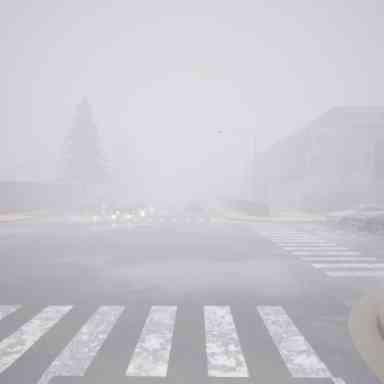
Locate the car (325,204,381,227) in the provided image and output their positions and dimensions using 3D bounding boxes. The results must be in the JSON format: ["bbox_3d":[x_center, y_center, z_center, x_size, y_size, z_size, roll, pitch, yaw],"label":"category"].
[{"bbox_3d":[11.121,1.523,21.608,4.674,1.442,1.812,0,0,2],"label":"car"}]

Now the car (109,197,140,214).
[{"bbox_3d":[-7.006,1.522,35.113,1.812,1.442,4.674,0,0,0],"label":"car"}]

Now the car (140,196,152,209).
[{"bbox_3d":[-6.942,1.596,44.211,1.895,1.301,4.718,0,0,1],"label":"car"}]

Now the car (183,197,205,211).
[{"bbox_3d":[0.216,1.596,39.737,1.895,1.301,4.718,0,0,0],"label":"car"}]

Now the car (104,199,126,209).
[{"bbox_3d":[-10.429,1.596,45.628,1.895,1.301,4.718,0,0,0],"label":"car"}]

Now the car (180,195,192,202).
[{"bbox_3d":[-1.087,1.347,74.370,2.097,1.767,4.553,0,0,20],"label":"car"}]

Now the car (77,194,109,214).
[{"bbox_3d":[-10.494,1.218,35.907,2.150,2.045,5.566,0,0,1],"label":"car"}]

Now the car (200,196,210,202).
[{"bbox_3d":[2.644,1.544,74.479,1.994,1.385,4.181,0,0,20],"label":"car"}]

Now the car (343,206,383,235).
[{"bbox_3d":[11.124,1.599,18.066,4.718,1.301,1.895,0,0,0],"label":"car"}]

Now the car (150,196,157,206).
[{"bbox_3d":[-6.831,1.485,54.492,2.128,1.511,4.902,0,0,1],"label":"car"}]
